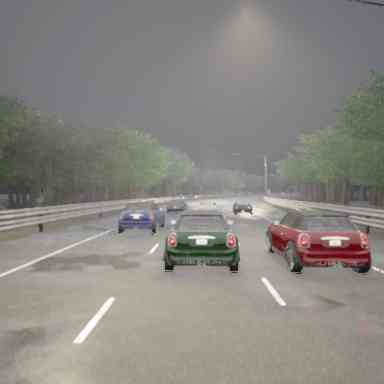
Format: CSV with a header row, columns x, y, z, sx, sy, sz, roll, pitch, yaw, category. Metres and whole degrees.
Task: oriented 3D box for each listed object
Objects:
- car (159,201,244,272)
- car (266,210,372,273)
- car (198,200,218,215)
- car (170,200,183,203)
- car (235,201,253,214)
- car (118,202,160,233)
x,y,z,sx,sy,sz,roll,pitch,yaw,category
0.318,1.354,11.009,2.097,1.767,4.553,0,0,2,car
3.814,1.358,10.846,2.097,1.767,4.553,0,0,2,car
1.729,1.607,34.989,1.895,1.301,4.718,0,0,5,car
-1.578,1.567,37.067,1.994,1.385,4.181,0,0,5,car
5.248,1.611,35.046,1.895,1.301,4.718,0,0,5,car
-2.838,1.353,19.672,2.097,1.767,4.553,0,0,3,car
